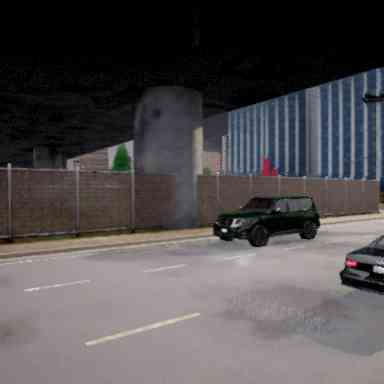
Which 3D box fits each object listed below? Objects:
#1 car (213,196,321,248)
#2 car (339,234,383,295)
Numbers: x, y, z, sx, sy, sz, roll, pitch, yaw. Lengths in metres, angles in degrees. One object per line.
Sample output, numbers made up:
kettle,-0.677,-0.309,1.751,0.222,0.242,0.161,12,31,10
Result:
car,3.567,1.207,15.196,5.566,2.045,2.150,0,0,-36
car,5.641,1.531,7.818,5.357,1.411,2.033,0,0,-36
